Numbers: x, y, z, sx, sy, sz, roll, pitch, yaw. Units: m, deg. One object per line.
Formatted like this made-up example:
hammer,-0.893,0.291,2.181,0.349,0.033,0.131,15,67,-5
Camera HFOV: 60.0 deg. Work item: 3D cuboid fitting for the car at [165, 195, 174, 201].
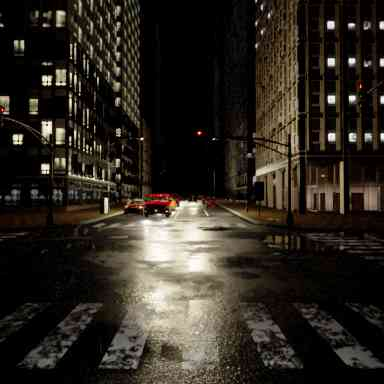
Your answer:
car,-5.603,1.578,83.896,1.887,1.381,4.507,1,0,0

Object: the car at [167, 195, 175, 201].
car,-5.598,1.587,89.472,2.008,1.369,4.403,1,0,0

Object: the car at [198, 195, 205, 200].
car,2.787,1.584,95.121,1.887,1.381,4.507,1,0,0

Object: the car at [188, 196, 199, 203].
car,0.149,1.574,70.581,2.033,1.411,5.357,0,0,0

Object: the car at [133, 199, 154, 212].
car,-5.643,1.597,39.295,1.802,1.307,4.206,1,0,0

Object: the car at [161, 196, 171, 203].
car,-5.613,1.573,72.746,1.887,1.381,4.507,1,0,0

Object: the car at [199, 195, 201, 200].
car,2.757,1.590,61.658,1.947,1.339,4.313,1,0,0

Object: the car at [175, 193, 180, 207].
car,-3.046,1.241,51.976,2.150,2.045,5.566,0,0,0

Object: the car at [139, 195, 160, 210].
car,-5.633,1.332,44.870,2.192,1.841,5.009,1,0,0

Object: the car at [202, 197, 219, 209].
car,2.742,1.599,44.925,1.802,1.307,4.206,1,0,0

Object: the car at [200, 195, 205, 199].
car,2.754,1.547,56.251,1.752,1.417,4.829,1,0,0

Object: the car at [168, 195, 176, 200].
car,-5.594,1.605,95.047,1.947,1.339,4.313,1,0,0

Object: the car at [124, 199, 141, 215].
car,-5.645,1.453,33.720,1.967,1.590,4.097,1,0,0

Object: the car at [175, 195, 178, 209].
car,-3.062,1.493,41.477,1.882,1.535,5.008,0,0,0

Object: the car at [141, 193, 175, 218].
car,-3.067,1.233,31.050,2.150,2.045,5.566,0,0,0
